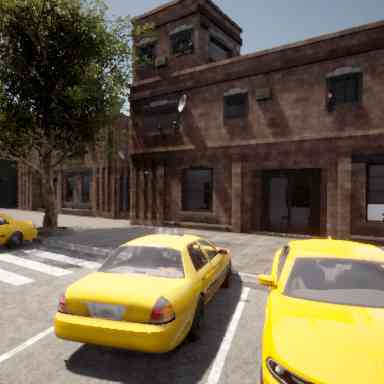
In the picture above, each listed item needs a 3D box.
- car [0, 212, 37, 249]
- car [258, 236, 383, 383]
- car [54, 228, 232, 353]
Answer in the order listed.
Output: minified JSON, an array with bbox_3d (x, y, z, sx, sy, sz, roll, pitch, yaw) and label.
[{"bbox_3d":[-7.805,1.360,11.463,1.946,1.575,5.366,1,0,16],"label":"car"},{"bbox_3d":[2.036,1.484,4.674,2.097,1.535,5.008,1,0,15],"label":"car"},{"bbox_3d":[-0.372,1.475,6.581,1.946,1.575,5.366,1,0,16],"label":"car"}]
